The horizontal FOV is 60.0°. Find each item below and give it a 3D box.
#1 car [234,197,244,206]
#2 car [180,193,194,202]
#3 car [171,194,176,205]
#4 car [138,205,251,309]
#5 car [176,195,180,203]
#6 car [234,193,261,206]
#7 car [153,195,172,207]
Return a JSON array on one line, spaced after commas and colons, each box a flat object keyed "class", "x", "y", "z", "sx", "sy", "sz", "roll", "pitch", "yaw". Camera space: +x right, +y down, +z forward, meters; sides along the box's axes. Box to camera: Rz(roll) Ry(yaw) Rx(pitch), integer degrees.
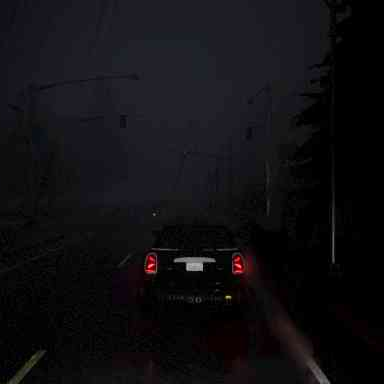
[{"class": "car", "x": 8.915, "y": 1.142, "z": 48.761, "sx": 4.605, "sy": 1.855, "sz": 1.932, "roll": 0, "pitch": 0, "yaw": -1}, {"class": "car", "x": -0.841, "y": 1.552, "z": 73.411, "sx": 1.895, "sy": 1.301, "sz": 4.718, "roll": 0, "pitch": 0, "yaw": -7}, {"class": "car", "x": -4.059, "y": 1.472, "z": 55.372, "sx": 1.837, "sy": 1.490, "sz": 4.892, "roll": 0, "pitch": 0, "yaw": 0}, {"class": "car", "x": 0.072, "y": 1.352, "z": 8.047, "sx": 2.097, "sy": 1.767, "sz": 4.553, "roll": 0, "pitch": 0, "yaw": 1}, {"class": "car", "x": -4.126, "y": 1.320, "z": 69.390, "sx": 2.097, "sy": 1.767, "sz": 4.553, "roll": 0, "pitch": 0, "yaw": -1}, {"class": "car", "x": 8.504, "y": 1.144, "z": 51.272, "sx": 3.866, "sy": 1.878, "sz": 1.905, "roll": 0, "pitch": 0, "yaw": -1}, {"class": "car", "x": -3.986, "y": 1.494, "z": 43.622, "sx": 1.812, "sy": 1.442, "sz": 4.674, "roll": 0, "pitch": 0, "yaw": 0}]
